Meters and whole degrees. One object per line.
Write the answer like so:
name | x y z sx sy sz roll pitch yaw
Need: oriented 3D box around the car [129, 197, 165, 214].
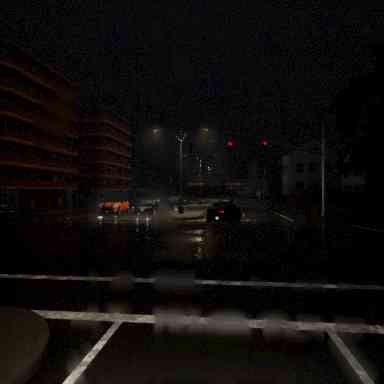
car | -4.605 1.491 34.871 2.128 1.511 4.902 0 0 6

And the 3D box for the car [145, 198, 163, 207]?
car | -6.146 1.601 53.890 1.895 1.301 4.718 0 0 6

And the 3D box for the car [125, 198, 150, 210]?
car | -7.139 1.545 44.359 2.033 1.411 5.357 0 0 6

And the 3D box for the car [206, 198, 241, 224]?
car | 2.414 1.505 24.817 1.837 1.490 4.892 3 1 17

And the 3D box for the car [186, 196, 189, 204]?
car | -1.657 1.505 63.030 1.837 1.490 4.892 0 0 7

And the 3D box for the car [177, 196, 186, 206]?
car | -2.706 1.491 53.127 2.128 1.511 4.902 0 0 6

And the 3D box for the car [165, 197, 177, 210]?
car | -3.653 1.601 44.081 1.895 1.301 4.718 0 0 6

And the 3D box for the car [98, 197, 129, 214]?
car | -8.120 1.352 34.941 2.097 1.767 4.553 0 0 6

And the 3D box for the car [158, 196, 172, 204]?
car | -5.089 1.564 63.865 1.994 1.385 4.181 0 0 6
